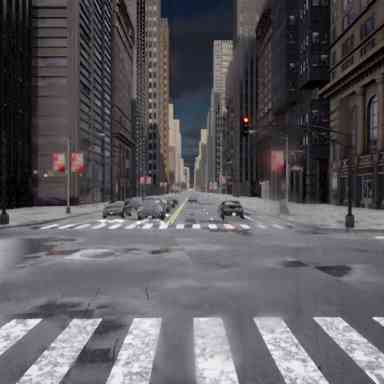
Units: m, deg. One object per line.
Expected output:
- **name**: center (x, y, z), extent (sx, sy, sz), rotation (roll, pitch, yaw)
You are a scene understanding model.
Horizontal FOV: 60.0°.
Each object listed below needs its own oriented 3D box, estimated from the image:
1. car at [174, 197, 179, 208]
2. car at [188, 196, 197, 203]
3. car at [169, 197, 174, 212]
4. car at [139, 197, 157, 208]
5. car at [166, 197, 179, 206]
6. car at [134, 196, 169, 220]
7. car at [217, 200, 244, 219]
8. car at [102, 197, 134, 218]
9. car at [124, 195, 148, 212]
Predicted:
- **car**: center (-3.332, 1.530, 46.545), extent (1.994, 1.385, 4.181), rotation (0, 0, 0)
- **car**: center (0.110, 1.468, 69.876), extent (2.033, 1.411, 5.357), rotation (0, 0, 0)
- **car**: center (-3.346, 1.502, 36.521), extent (1.812, 1.442, 4.674), rotation (0, 0, 0)
- **car**: center (-6.581, 1.509, 50.090), extent (2.033, 1.411, 5.357), rotation (0, 0, 0)
- **car**: center (-3.305, 1.552, 56.562), extent (1.895, 1.301, 4.718), rotation (0, 0, 0)
- **car**: center (-3.286, 1.337, 27.737), extent (2.097, 1.767, 4.553), rotation (0, 0, -2)
- **car**: center (3.327, 1.489, 28.756), extent (1.837, 1.490, 4.892), rotation (0, 0, 0)
- **car**: center (-6.596, 1.488, 29.639), extent (1.837, 1.490, 4.892), rotation (0, 0, 0)
- **car**: center (-6.591, 1.326, 39.793), extent (2.097, 1.767, 4.553), rotation (0, 0, 0)
